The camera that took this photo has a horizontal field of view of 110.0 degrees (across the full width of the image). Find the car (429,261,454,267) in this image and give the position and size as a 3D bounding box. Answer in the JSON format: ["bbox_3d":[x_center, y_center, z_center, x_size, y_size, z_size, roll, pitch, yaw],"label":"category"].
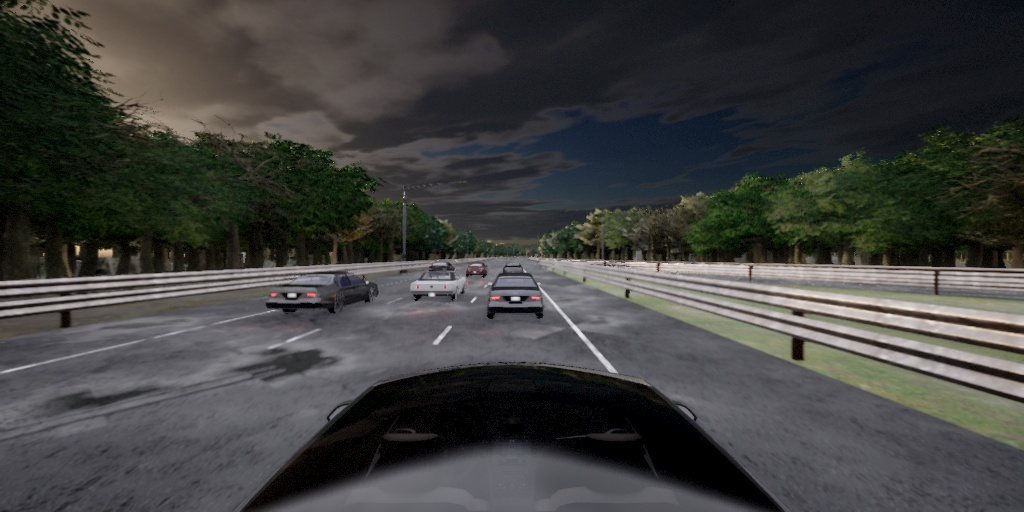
[{"bbox_3d":[-6.892,1.250,35.602,1.882,1.535,5.008,1,0,0],"label":"car"}]

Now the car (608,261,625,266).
[{"bbox_3d":[15.692,1.450,54.577,1.812,1.442,4.674,0,0,-16],"label":"car"}]

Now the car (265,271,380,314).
[{"bbox_3d":[-6.900,1.295,13.750,2.033,1.411,5.357,0,0,0],"label":"car"}]

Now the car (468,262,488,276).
[{"bbox_3d":[-3.395,1.305,35.179,1.812,1.442,4.674,0,0,0],"label":"car"}]

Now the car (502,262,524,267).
[{"bbox_3d":[0.106,1.269,33.887,2.128,1.511,4.902,0,0,0],"label":"car"}]

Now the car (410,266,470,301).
[{"bbox_3d":[-3.401,1.358,17.485,1.895,1.301,4.718,0,0,0],"label":"car"}]

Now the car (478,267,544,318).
[{"bbox_3d":[0.103,1.301,13.019,2.033,1.411,5.357,0,0,0],"label":"car"}]
